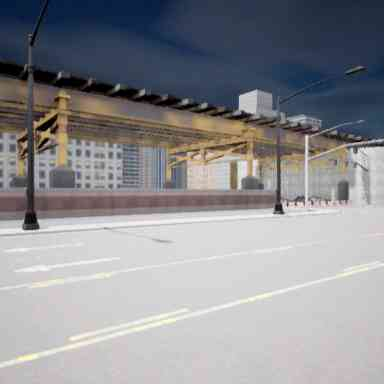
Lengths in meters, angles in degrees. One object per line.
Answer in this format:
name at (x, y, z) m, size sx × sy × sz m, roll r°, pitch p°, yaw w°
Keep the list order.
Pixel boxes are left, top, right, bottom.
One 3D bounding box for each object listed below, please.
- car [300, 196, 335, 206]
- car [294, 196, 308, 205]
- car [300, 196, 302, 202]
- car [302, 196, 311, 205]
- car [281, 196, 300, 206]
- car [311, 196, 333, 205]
car at (20.320, 1.401, 53.948) m, size 4.974 × 1.542 × 2.038 m, roll 0°, pitch 0°, yaw -7°
car at (16.426, 1.242, 50.238) m, size 1.853 × 1.218 × 4.536 m, roll 0°, pitch 0°, yaw 18°
car at (12.665, 1.399, 47.504) m, size 4.974 × 1.542 × 2.038 m, roll 0°, pitch 0°, yaw 8°
car at (16.410, 1.400, 50.188) m, size 2.038 × 1.542 × 4.974 m, roll 0°, pitch 0°, yaw 18°
car at (12.613, 1.242, 47.510) m, size 4.536 × 1.218 × 1.853 m, roll 0°, pitch 0°, yaw 8°
car at (20.269, 1.243, 53.941) m, size 4.536 × 1.218 × 1.853 m, roll 0°, pitch 0°, yaw -7°
